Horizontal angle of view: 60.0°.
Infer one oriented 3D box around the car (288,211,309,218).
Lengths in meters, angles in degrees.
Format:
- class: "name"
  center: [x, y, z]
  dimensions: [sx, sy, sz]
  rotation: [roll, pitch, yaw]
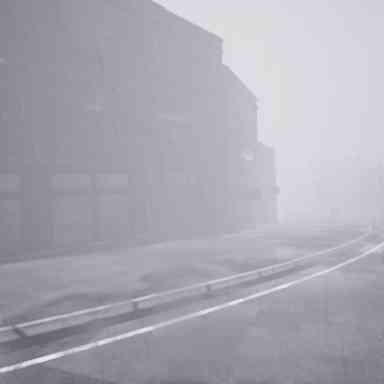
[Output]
- class: "car"
  center: [20.192, 4.225, 63.038]
  dimensions: [1.895, 1.301, 4.718]
  rotation: [-2, -4, -13]
